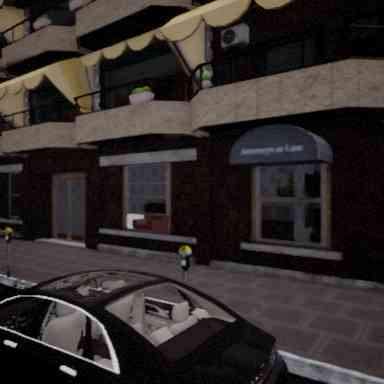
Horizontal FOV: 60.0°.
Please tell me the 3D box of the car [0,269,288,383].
[{"bbox_3d":[-1.201,1.583,3.716,4.403,1.369,2.008,-1,0,35],"label":"car"}]
